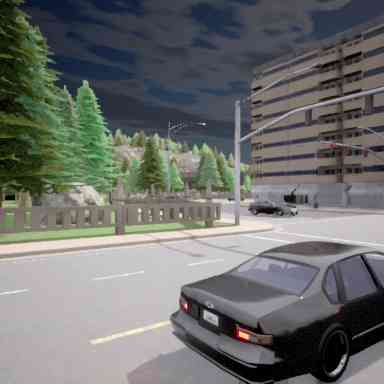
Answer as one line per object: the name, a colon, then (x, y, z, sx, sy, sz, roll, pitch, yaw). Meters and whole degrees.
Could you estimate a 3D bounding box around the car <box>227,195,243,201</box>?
car: (10.400, 1.484, 78.788, 2.033, 1.411, 5.357, 0, 0, 40)

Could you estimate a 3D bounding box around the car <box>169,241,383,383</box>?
car: (2.277, 1.547, 5.414, 5.357, 1.411, 2.033, 0, 0, -35)

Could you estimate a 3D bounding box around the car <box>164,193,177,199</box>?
car: (-3.250, 1.166, 53.668, 2.150, 2.045, 5.566, 0, 0, -5)

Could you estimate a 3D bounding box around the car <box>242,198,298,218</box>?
car: (7.207, 1.436, 29.798, 2.128, 1.511, 4.902, 0, 0, -34)

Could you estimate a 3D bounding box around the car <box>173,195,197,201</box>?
car: (-0.287, 1.492, 42.327, 2.033, 1.411, 5.357, 0, 0, -22)
